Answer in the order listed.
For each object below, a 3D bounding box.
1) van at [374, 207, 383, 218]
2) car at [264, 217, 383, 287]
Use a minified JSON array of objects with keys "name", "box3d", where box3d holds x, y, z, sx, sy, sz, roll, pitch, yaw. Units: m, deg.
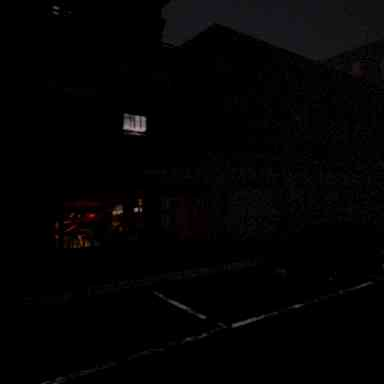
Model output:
[{"name":"van","box3d":[8.550,1.362,12.660,3.998,1.788,1.690,0,0,-36]},{"name":"car","box3d":[3.951,1.579,9.380,4.313,1.339,1.947,0,0,-36]}]
